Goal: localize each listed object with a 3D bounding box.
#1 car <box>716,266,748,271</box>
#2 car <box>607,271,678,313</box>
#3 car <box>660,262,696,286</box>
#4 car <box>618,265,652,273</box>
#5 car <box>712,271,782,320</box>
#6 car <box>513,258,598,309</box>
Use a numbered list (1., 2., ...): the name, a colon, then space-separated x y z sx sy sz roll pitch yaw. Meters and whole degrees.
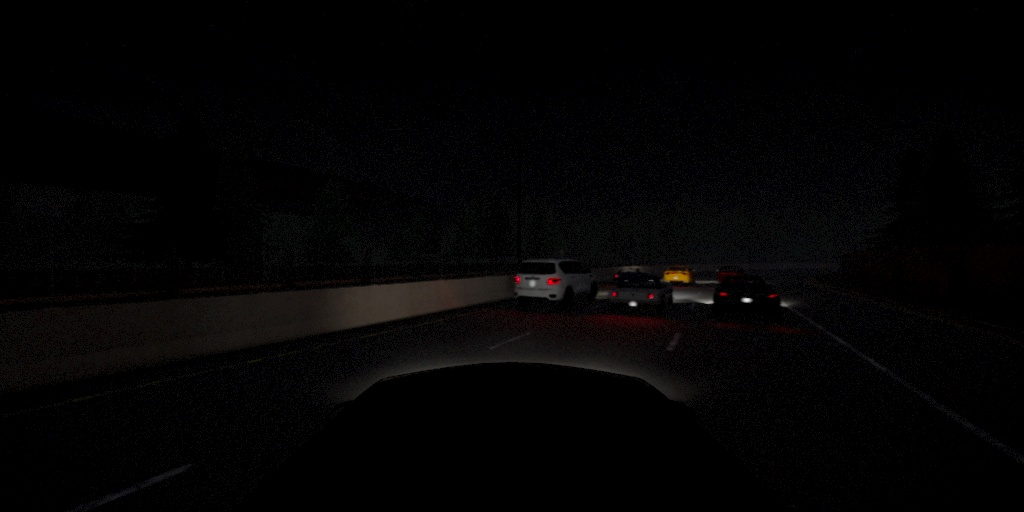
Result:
1. car: 16.579 1.468 27.103 1.882 1.535 5.008 -1 0 32
2. car: 5.516 1.482 14.986 1.895 1.301 4.718 0 -1 30
3. car: 13.532 1.491 28.831 1.882 1.535 5.008 -1 0 32
4. car: 9.948 1.631 29.733 1.895 1.301 4.718 0 -1 32
5. car: 8.664 1.424 13.438 1.994 1.385 4.181 0 -1 30
6. car: 2.129 1.124 16.133 2.150 2.045 5.566 0 0 30
